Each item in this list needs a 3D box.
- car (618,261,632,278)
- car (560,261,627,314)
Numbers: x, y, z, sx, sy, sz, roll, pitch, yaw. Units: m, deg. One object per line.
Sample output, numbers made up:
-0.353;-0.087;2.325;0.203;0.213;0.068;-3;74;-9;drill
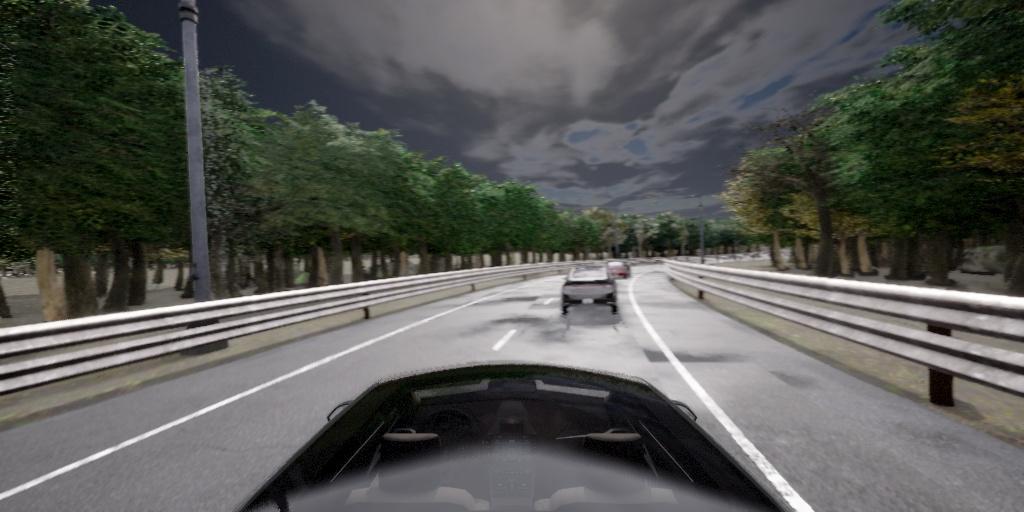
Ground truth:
8.891;1.102;30.268;1.994;1.385;4.181;-3;-1;23;car
2.887;1.145;13.184;2.128;1.511;4.902;-3;0;15;car
